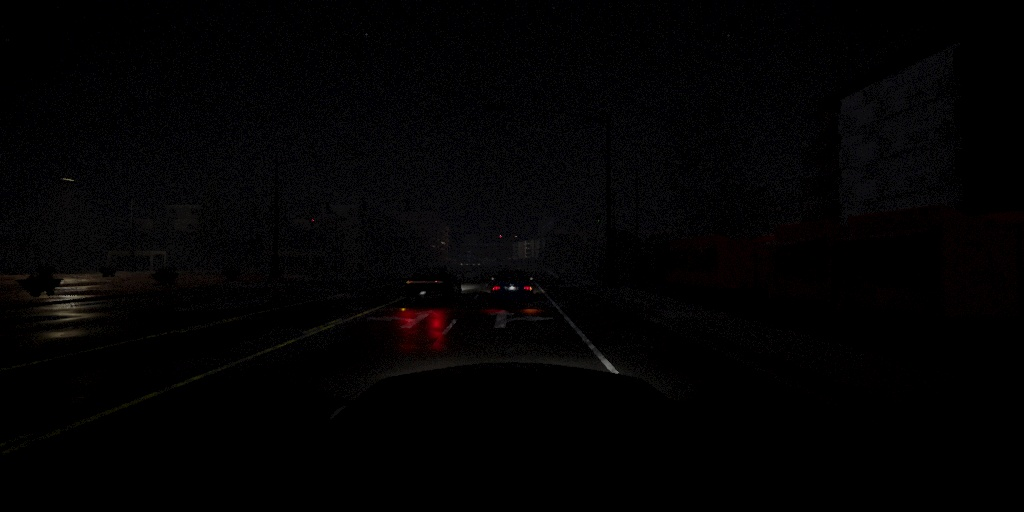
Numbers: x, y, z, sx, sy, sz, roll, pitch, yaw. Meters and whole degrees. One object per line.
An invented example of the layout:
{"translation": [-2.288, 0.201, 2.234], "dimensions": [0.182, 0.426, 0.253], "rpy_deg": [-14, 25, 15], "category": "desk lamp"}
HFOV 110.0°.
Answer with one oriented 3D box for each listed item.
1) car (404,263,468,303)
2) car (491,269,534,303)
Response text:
{"translation": [-3.500, 1.249, 16.503], "dimensions": [2.128, 1.511, 4.902], "rpy_deg": [0, 0, 0], "category": "car"}
{"translation": [0.000, 1.318, 16.502], "dimensions": [2.033, 1.411, 5.357], "rpy_deg": [0, 0, 0], "category": "car"}
